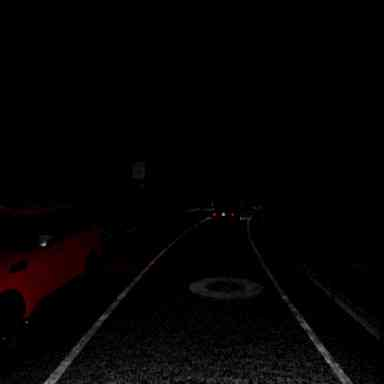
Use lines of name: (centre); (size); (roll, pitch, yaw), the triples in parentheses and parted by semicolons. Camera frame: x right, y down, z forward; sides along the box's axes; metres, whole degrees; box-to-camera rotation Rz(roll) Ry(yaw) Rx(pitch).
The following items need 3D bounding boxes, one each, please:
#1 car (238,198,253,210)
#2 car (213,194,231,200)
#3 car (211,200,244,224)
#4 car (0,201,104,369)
car: (6.633, 1.477, 42.317); (2.128, 1.511, 4.902); (-1, 0, 14)
car: (4.334, 1.287, 48.364); (2.150, 2.045, 5.566); (-1, -1, 14)
car: (2.563, 1.549, 24.655); (2.033, 1.411, 5.357); (-1, 0, 11)
car: (-3.360, 1.232, 6.080); (2.150, 2.045, 5.566); (0, 0, 3)
